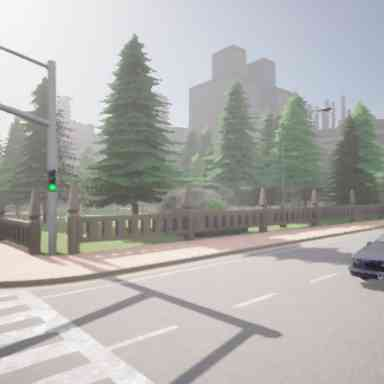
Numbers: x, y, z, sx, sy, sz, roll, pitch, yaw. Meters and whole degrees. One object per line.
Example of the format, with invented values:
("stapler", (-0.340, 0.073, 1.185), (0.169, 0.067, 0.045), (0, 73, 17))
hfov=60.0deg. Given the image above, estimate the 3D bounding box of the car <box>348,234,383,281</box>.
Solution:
("car", (6.543, 1.660, 9.568), (5.357, 1.411, 2.033), (0, -2, -40))
